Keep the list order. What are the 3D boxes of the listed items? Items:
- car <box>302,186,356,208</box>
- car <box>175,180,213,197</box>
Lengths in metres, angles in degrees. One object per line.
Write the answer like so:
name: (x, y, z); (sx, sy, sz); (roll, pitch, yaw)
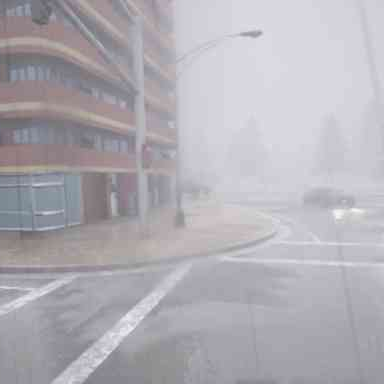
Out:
car: (9.334, 0.319, 22.995); (1.994, 1.385, 4.181); (-2, 2, -9)
car: (0.148, -0.514, 42.831); (2.150, 2.045, 5.566); (-3, 2, -42)
